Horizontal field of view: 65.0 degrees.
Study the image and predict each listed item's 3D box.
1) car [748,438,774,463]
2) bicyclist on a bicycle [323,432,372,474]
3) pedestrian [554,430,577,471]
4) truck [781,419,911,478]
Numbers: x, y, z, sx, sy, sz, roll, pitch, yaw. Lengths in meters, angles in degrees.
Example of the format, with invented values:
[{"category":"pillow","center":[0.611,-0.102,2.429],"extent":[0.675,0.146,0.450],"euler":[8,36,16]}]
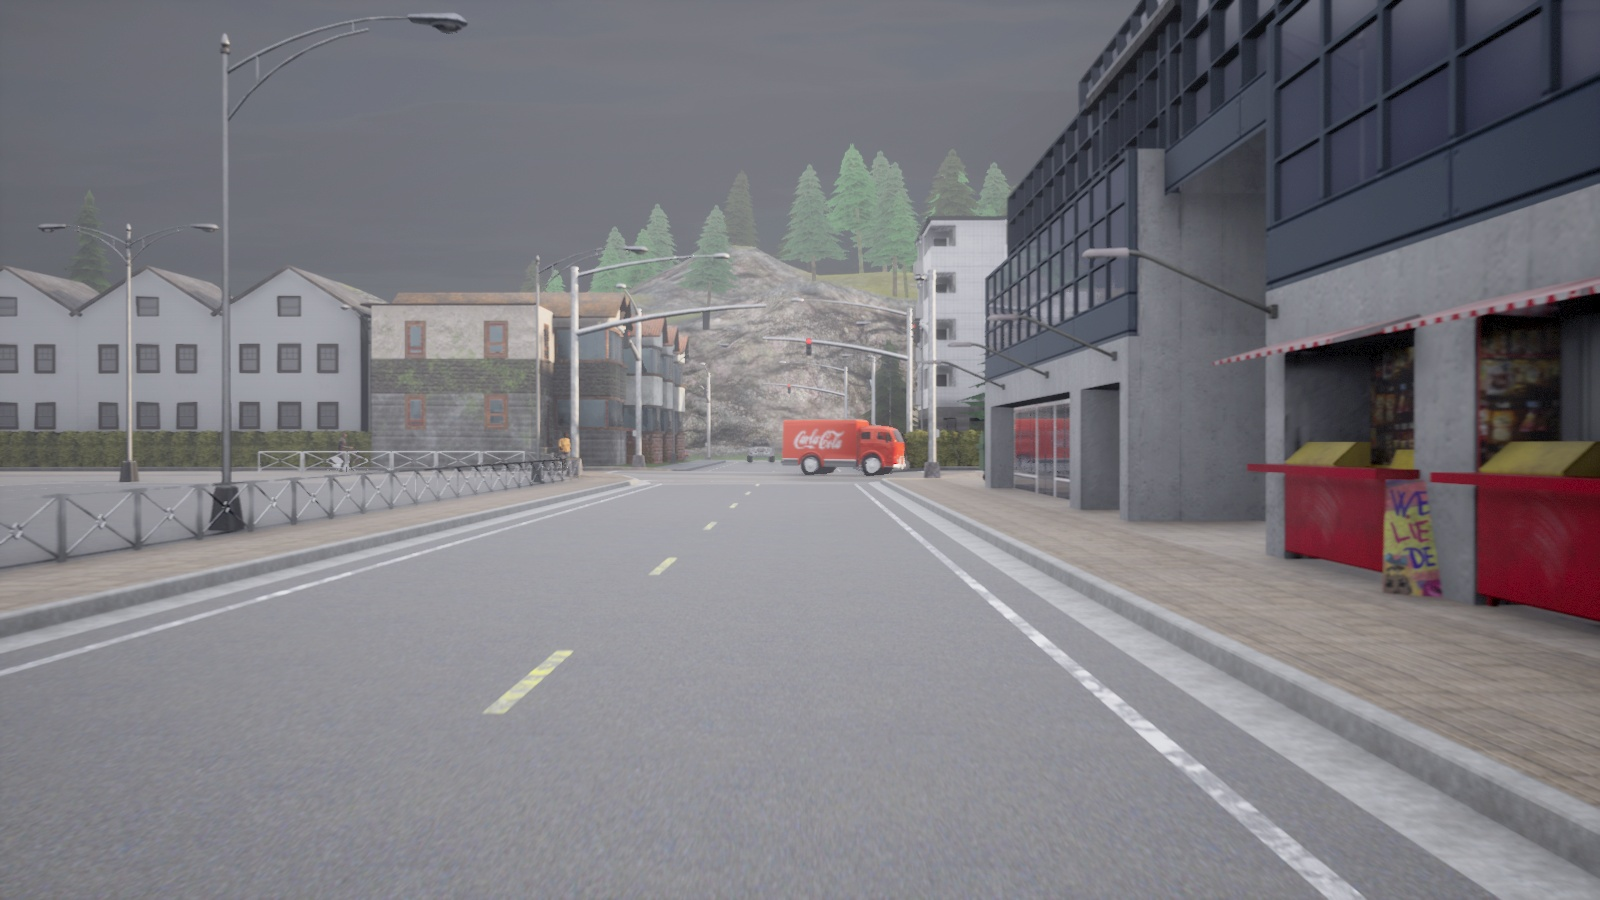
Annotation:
[{"category":"car","center":[-2.963,0.030,94.149],"extent":[1.932,1.855,4.605],"euler":[0,0,-2]},{"category":"bicyclist on a bicycle","center":[-19.162,0.125,53.231],"extent":[1.843,1.776,0.659],"euler":[0,0,0]},{"category":"pedestrian","center":[-10.833,0.032,57.941],"extent":[0.874,1.855,0.900],"euler":[0,0,-24]},{"category":"truck","center":[2.052,-0.101,55.439],"extent":[5.204,2.467,2.627],"euler":[1,1,17]}]
